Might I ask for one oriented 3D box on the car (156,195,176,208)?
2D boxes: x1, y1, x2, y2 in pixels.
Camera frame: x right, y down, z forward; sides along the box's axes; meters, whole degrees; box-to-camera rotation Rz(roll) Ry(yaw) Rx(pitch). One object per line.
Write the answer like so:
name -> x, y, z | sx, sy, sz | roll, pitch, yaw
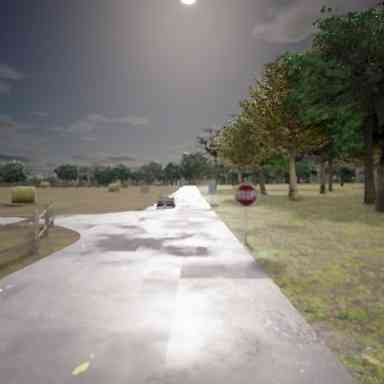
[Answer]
car -> -2.673, 0.963, 35.159 | 1.895, 1.301, 4.718 | 0, 1, 0
